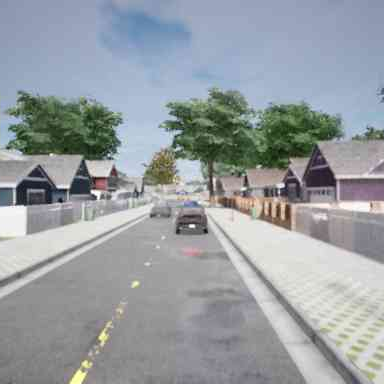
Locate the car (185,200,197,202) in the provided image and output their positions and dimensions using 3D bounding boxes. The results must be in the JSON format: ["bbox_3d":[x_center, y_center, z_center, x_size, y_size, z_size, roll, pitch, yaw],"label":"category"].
[{"bbox_3d":[-0.108,1.668,38.859,1.882,1.535,5.008,0,0,0],"label":"car"}]

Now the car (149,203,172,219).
[{"bbox_3d":[-2.916,1.719,31.967,2.033,1.411,5.357,0,0,0],"label":"car"}]

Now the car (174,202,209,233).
[{"bbox_3d":[-0.011,1.609,20.579,1.837,1.490,4.892,0,0,0],"label":"car"}]
